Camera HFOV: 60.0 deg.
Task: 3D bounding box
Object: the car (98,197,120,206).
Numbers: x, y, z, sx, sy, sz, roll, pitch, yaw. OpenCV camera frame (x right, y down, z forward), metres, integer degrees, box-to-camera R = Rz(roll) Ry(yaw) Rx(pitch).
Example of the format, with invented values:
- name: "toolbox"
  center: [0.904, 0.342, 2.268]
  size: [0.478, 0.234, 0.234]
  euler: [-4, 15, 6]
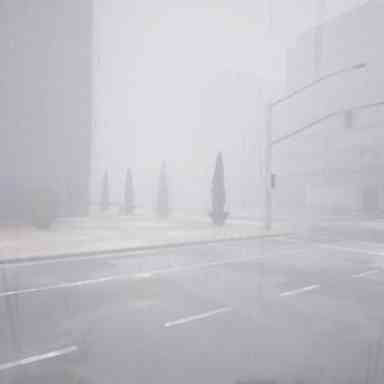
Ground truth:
- name: "car"
  center: [-14.366, 1.850, 58.664]
  size: [1.895, 1.301, 4.718]
  euler: [1, 0, -35]
